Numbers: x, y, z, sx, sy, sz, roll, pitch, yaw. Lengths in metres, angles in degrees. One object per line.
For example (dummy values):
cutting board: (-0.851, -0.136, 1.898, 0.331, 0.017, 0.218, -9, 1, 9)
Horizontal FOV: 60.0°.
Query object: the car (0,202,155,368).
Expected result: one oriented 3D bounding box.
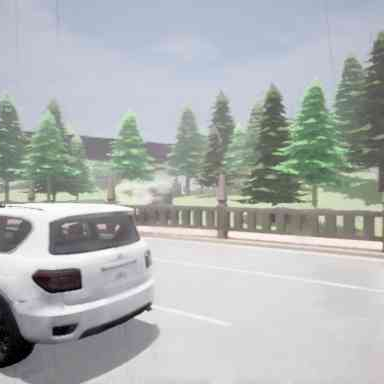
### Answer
car: (-3.243, 1.206, 5.921, 5.566, 2.045, 2.150, 0, 0, 32)
